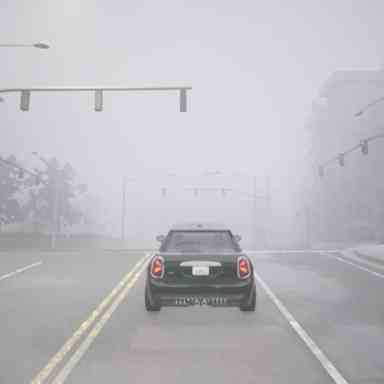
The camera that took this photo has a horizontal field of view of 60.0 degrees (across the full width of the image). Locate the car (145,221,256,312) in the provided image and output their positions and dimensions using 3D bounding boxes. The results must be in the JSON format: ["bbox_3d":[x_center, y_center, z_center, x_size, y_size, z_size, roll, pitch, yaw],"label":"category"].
[{"bbox_3d":[0.169,1.482,8.131,2.097,1.767,4.553,0,-1,0],"label":"car"}]

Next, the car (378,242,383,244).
[{"bbox_3d":[17.191,4.262,26.174,4.892,1.490,1.837,5,-9,1],"label":"car"}]

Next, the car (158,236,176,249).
[{"bbox_3d":[-3.137,6.445,42.155,1.837,1.490,4.892,0,-9,1],"label":"car"}]
